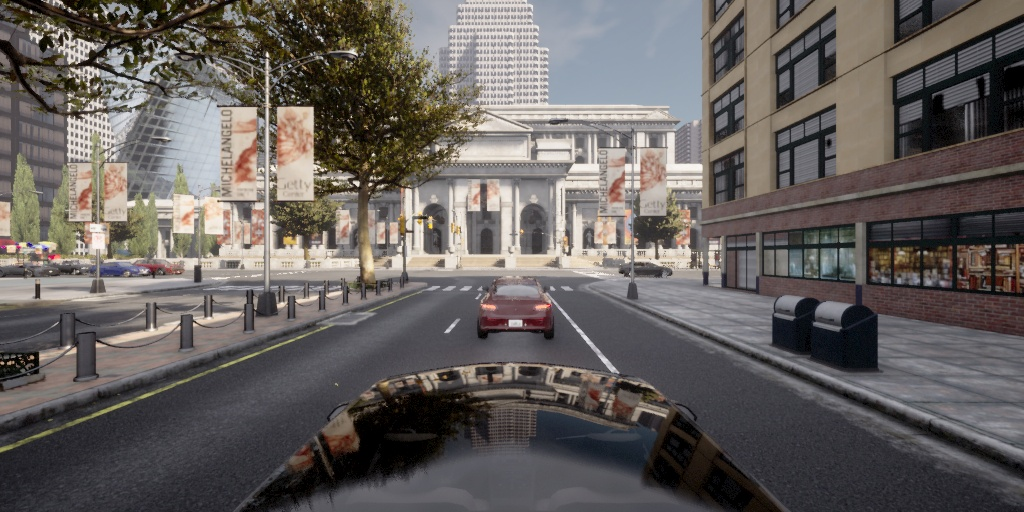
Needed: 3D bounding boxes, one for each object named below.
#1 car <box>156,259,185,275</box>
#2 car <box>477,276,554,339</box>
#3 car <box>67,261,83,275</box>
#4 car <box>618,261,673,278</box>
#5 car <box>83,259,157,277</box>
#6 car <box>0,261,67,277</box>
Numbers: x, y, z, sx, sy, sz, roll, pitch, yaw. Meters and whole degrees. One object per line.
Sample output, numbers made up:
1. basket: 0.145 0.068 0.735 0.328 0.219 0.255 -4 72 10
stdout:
1. car: -37.295 1.102 37.701 4.553 1.767 2.097 0 0 0
2. car: 0.115 1.276 9.996 1.812 1.442 4.674 0 0 1
3. car: -46.249 1.241 37.743 4.902 1.511 2.128 0 0 0
4. car: 12.495 1.255 33.655 4.892 1.490 1.837 0 0 1
5. car: -37.329 1.276 34.206 4.674 1.442 1.812 0 0 0
6. car: -46.089 1.314 34.235 4.181 1.385 1.994 0 0 -1
